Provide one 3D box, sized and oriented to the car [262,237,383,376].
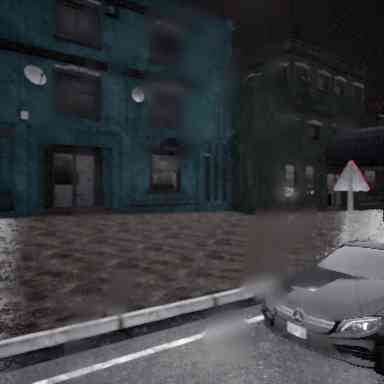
[{"bbox_3d":[3.265,1.569,5.692,4.674,1.442,1.812,1,0,-35],"label":"car"}]
